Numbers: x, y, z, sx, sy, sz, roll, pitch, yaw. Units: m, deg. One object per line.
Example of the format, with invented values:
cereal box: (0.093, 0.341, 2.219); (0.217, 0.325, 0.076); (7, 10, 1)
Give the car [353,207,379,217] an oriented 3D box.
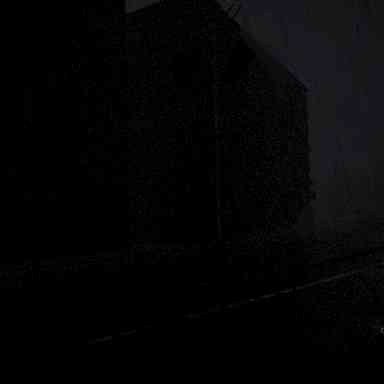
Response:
car: (26.903, 3.104, 51.775); (2.033, 1.411, 5.357); (-1, -3, 3)
